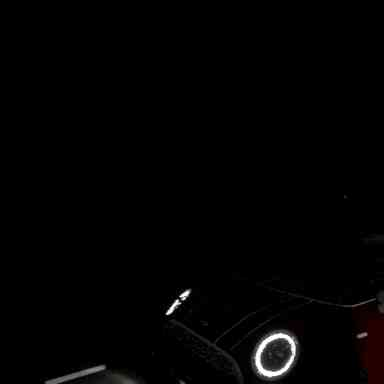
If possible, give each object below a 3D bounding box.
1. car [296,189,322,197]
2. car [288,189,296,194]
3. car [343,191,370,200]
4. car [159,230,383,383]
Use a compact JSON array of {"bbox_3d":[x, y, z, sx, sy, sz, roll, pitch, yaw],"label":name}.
[{"bbox_3d":[23.089,0.151,64.869,1.895,1.301,4.718,2,2,-20],"label":"car"},{"bbox_3d":[23.389,-0.047,72.968,2.033,1.411,5.357,2,2,-20],"label":"car"},{"bbox_3d":[28.696,0.589,58.052,2.128,1.511,4.902,2,2,-20],"label":"car"},{"bbox_3d":[1.845,1.387,4.488,4.553,1.767,2.097,1,0,-33],"label":"car"}]
